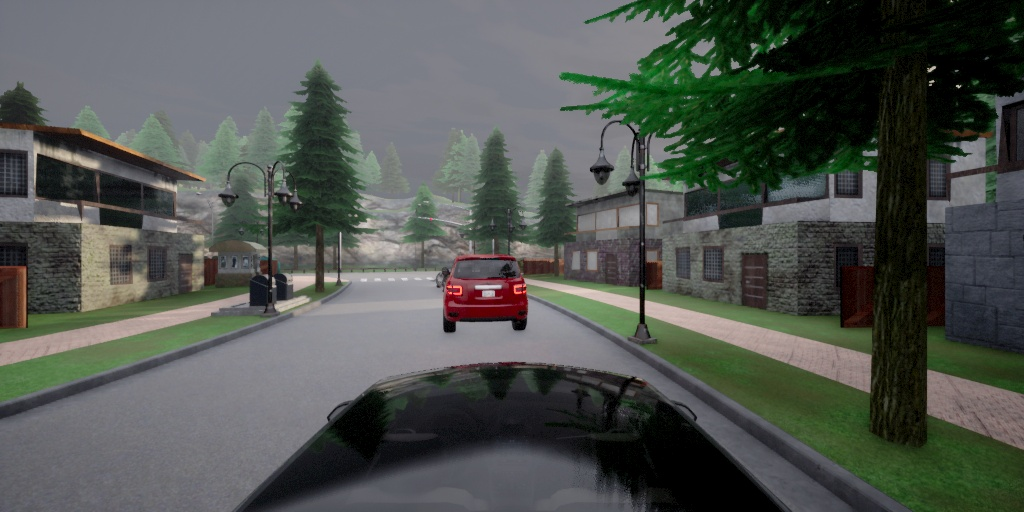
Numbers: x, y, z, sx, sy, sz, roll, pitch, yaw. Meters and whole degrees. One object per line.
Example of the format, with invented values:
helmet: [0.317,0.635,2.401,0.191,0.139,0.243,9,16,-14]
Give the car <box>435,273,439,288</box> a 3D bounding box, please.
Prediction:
car: [-3.368,1.297,21.206,2.033,1.411,5.357,0,0,-18]

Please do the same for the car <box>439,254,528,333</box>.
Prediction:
car: [-0.952,0.971,11.023,2.150,2.045,5.566,0,0,-9]
